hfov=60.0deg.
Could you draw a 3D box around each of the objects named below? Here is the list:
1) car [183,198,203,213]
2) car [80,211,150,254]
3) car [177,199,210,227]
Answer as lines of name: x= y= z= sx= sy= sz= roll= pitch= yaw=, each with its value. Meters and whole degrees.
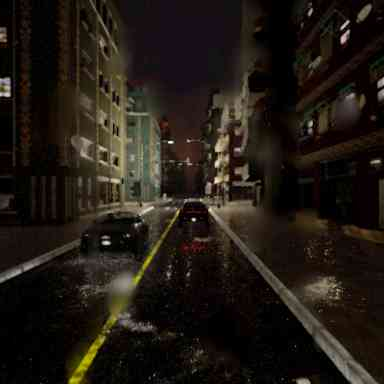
car: x=0.097 y=1.367 z=34.360 sx=1.895 sy=1.301 sz=4.718 roll=0 pitch=0 yaw=0
car: x=-2.836 y=1.469 z=12.965 sx=1.994 sy=1.385 sz=4.181 roll=0 pitch=0 yaw=0
car: x=0.099 y=1.349 z=21.253 sx=1.837 sy=1.490 sz=4.892 roll=0 pitch=-1 yaw=0
